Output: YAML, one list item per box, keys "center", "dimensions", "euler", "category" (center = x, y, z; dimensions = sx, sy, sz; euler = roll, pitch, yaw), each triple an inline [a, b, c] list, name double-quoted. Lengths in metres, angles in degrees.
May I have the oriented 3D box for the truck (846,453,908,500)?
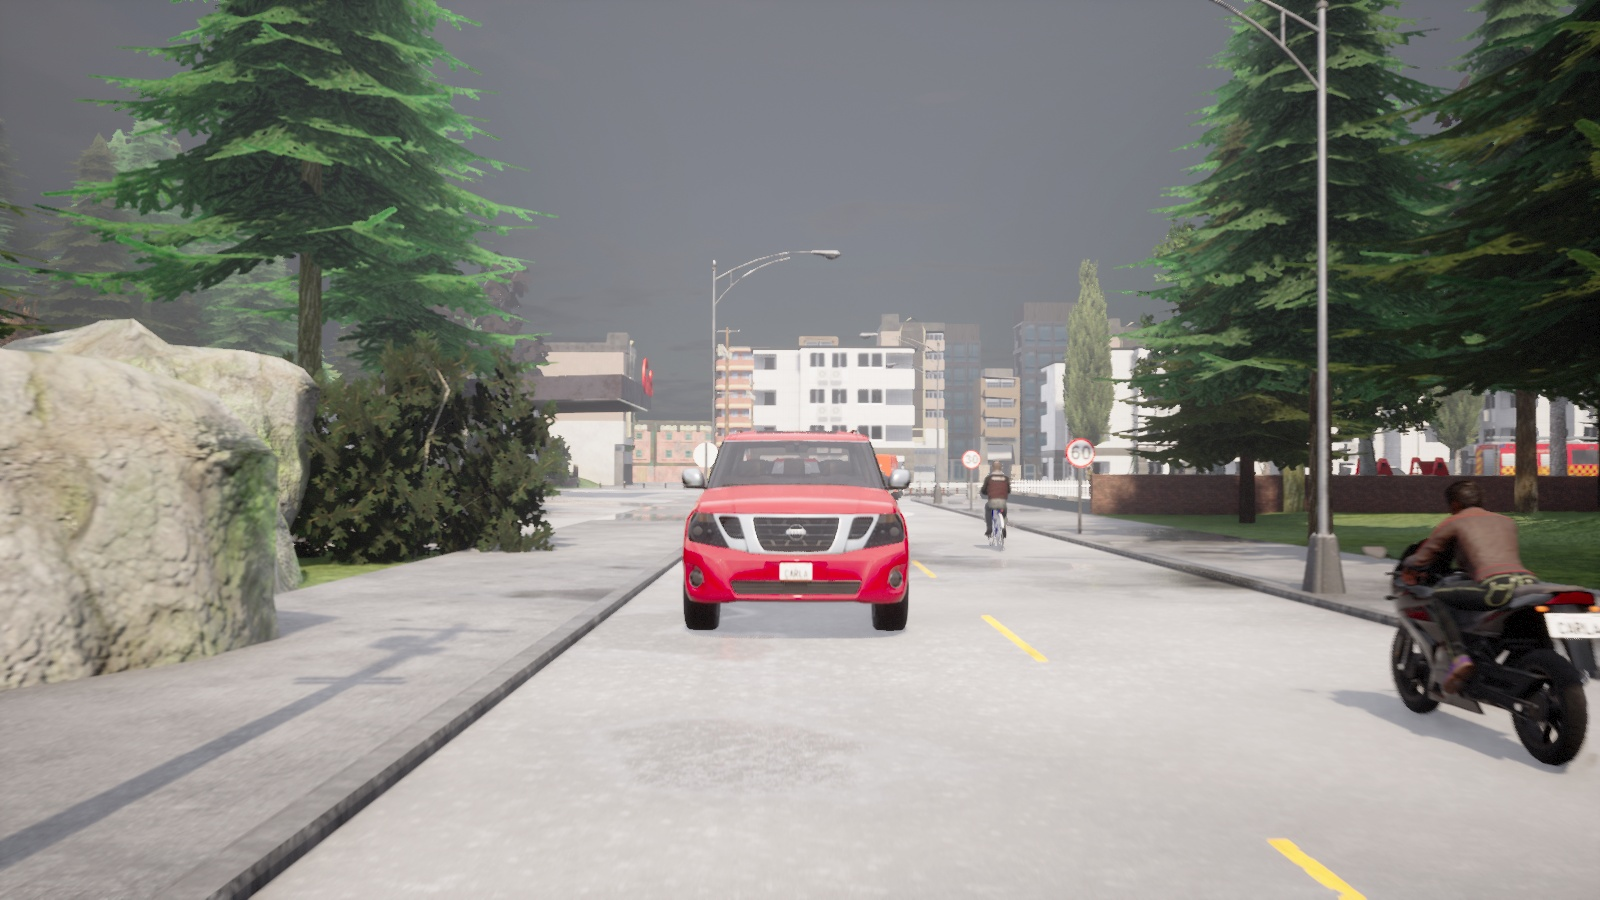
- center: [4.369, 1.473, 69.926]
  dimensions: [2.627, 2.467, 5.204]
  euler: [-1, -1, 12]
  category: "truck"

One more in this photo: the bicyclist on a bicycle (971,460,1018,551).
- center: [3.935, 1.093, 25.503]
  dimensions: [0.659, 1.776, 1.843]
  euler: [0, -1, 0]
  category: "bicyclist on a bicycle"

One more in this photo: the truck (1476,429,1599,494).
- center: [45.825, 0.726, 75.799]
  dimensions: [8.468, 3.827, 2.891]
  euler: [0, -1, 0]
  category: "truck"

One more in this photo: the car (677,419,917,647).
- center: [-0.034, 0.763, 14.090]
  dimensions: [2.150, 2.045, 5.566]
  euler: [0, 0, 0]
  category: "car"

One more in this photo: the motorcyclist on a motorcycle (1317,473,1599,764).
- center: [3.982, 0.908, 7.657]
  dimensions: [0.797, 1.523, 2.044]
  euler: [0, -1, 0]
  category: "motorcyclist on a motorcycle"

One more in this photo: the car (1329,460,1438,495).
- center: [35.148, 1.652, 75.766]
  dimensions: [5.566, 2.045, 2.150]
  euler: [0, -1, 0]
  category: "car"
